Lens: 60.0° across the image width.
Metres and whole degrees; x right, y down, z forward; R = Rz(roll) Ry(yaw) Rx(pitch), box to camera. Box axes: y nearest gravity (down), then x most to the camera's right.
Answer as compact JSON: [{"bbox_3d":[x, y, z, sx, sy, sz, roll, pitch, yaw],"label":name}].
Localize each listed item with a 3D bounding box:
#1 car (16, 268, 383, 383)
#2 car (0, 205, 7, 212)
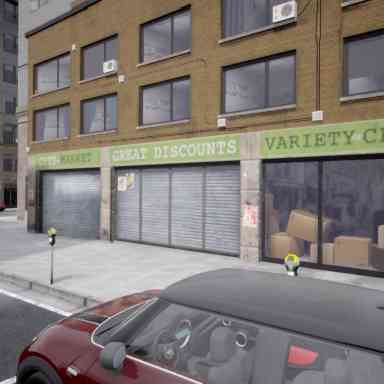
[{"bbox_3d":[0.240,1.440,2.894,4.097,1.590,1.967,0,1,35],"label":"car"},{"bbox_3d":[-19.429,1.458,29.774,1.895,1.301,4.718,1,1,34],"label":"car"}]
